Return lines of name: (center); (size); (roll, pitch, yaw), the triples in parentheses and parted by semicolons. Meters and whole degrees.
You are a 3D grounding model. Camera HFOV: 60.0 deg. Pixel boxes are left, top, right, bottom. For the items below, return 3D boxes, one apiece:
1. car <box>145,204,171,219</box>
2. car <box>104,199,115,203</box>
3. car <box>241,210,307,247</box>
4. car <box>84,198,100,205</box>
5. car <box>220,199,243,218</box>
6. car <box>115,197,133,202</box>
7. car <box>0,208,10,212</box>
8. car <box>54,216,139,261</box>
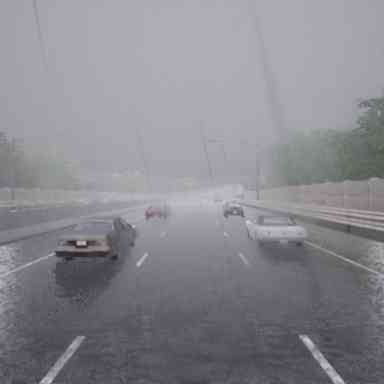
car: (-3.023, 1.790, 30.829); (1.895, 1.301, 4.718); (0, 0, 1)
car: (-15.760, 2.031, 65.903); (2.033, 1.411, 5.357); (0, -1, 3)
car: (3.695, 1.697, 15.501); (1.895, 1.301, 4.718); (0, 0, 1)
car: (-19.348, 1.974, 64.346); (2.128, 1.511, 4.902); (0, -1, 3)
car: (4.039, 1.736, 33.039); (1.812, 1.442, 4.674); (0, 0, 2)
car: (-12.408, 1.817, 63.201); (2.097, 1.767, 4.553); (0, -1, 3)
car: (-13.899, 1.731, 22.636); (1.895, 1.301, 4.718); (0, 0, 1)
car: (-3.339, 1.624, 12.642); (2.033, 1.411, 5.357); (0, 0, 1)
